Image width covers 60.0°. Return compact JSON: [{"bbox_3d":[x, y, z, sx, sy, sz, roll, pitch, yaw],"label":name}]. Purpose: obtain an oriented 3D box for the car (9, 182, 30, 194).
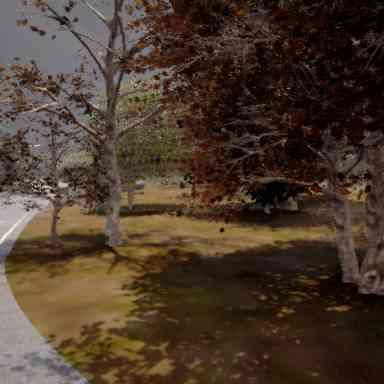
[{"bbox_3d":[-22.291,-0.583,43.171,1.882,1.535,5.008,0,4,-14],"label":"car"}]
